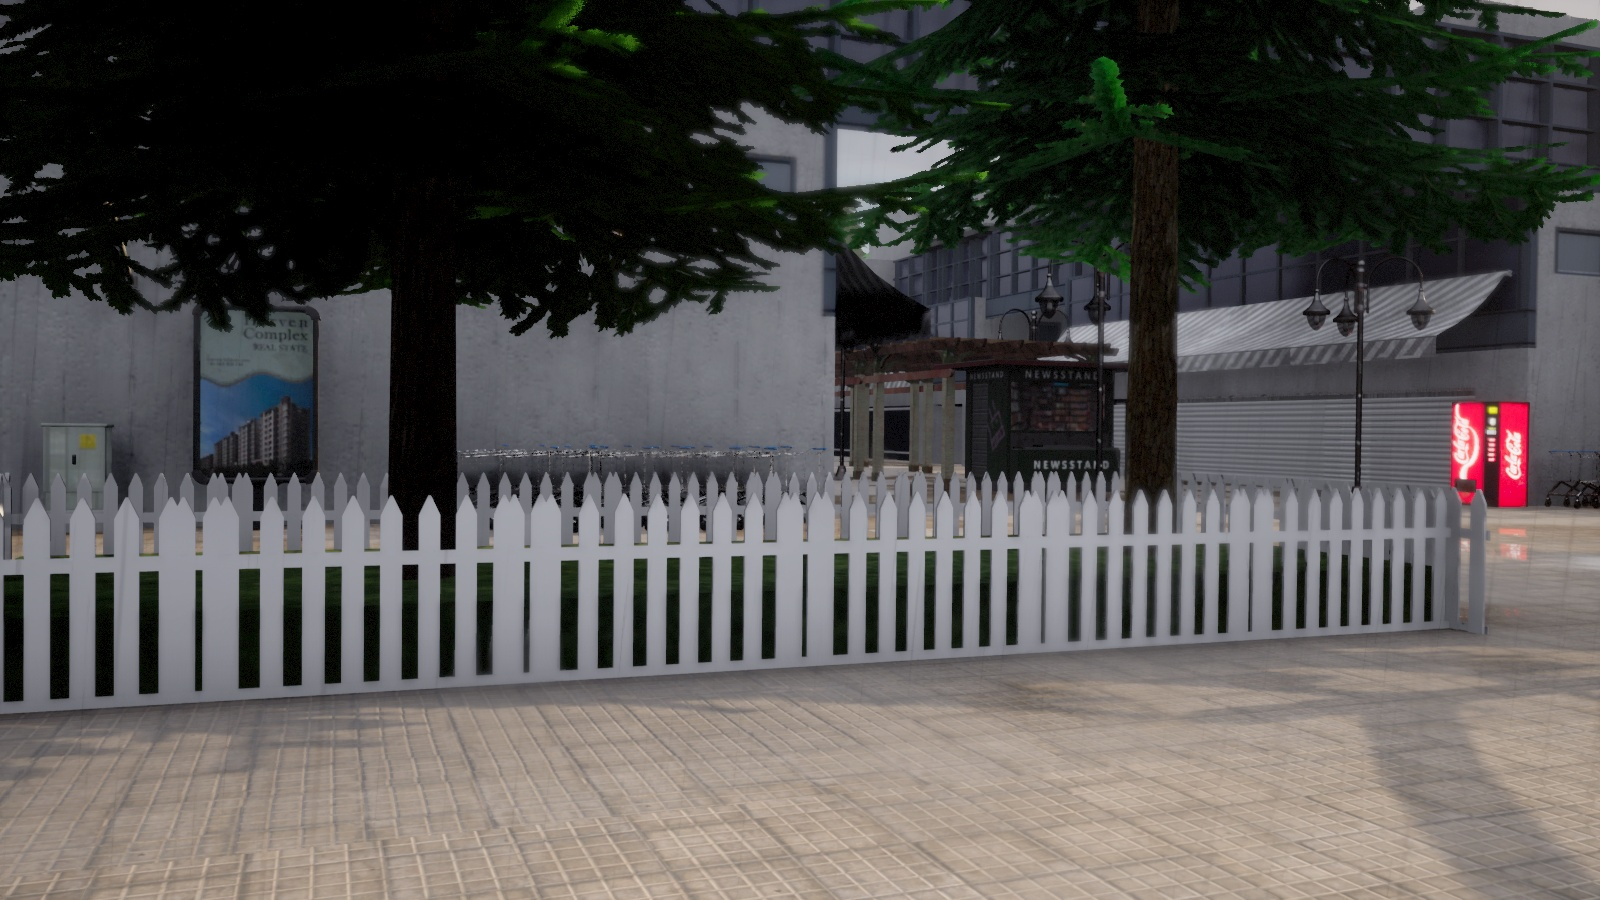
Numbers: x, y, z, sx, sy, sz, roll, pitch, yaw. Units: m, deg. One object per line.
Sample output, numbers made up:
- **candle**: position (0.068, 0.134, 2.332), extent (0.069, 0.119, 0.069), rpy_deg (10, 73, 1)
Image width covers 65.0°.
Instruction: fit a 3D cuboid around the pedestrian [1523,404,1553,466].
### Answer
- **pedestrian**: position (23.370, -0.480, 39.769), extent (0.423, 1.949, 0.788), rpy_deg (-1, 1, -10)
